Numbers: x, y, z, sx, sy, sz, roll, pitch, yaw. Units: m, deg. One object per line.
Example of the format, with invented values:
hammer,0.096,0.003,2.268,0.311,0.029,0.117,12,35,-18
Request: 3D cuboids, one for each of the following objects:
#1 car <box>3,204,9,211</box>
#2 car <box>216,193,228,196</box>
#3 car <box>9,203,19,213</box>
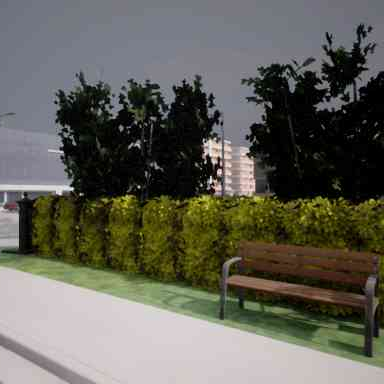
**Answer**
car,-18.778,1.554,38.032,1.895,1.301,4.718,0,0,35
car,5.595,0.766,66.528,1.812,1.442,4.674,0,1,36
car,-16.330,1.556,35.443,1.895,1.301,4.718,0,0,36
